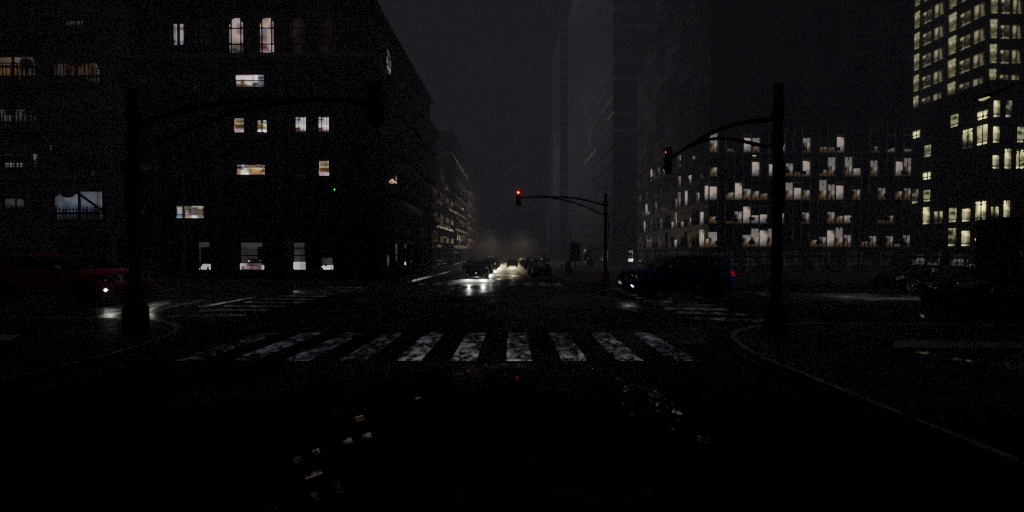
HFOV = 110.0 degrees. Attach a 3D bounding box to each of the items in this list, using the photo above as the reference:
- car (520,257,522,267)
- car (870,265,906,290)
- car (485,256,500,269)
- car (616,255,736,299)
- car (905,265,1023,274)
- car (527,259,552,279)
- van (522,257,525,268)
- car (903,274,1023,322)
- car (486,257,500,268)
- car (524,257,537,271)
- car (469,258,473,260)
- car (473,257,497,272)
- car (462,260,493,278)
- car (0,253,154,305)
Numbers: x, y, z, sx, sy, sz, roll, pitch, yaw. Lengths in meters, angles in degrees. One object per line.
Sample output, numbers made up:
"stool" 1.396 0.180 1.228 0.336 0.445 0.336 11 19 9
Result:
"car" 2.611 1.240 55.079 1.888 1.381 4.507 0 0 0
"car" 23.357 1.230 20.753 4.097 1.591 1.967 0 0 1
"car" -3.127 1.054 50.808 2.097 1.767 4.553 0 0 0
"car" 8.097 0.988 17.875 5.566 2.045 2.150 1 1 -4
"car" 23.533 1.327 18.019 4.902 1.511 2.128 0 1 1
"car" 2.630 1.272 32.495 1.888 1.381 4.507 0 0 0
"van" 2.616 1.045 49.433 1.690 1.789 3.998 0 0 0
"car" 16.706 1.445 12.200 4.403 1.370 2.007 0 0 1
"car" -3.111 1.037 60.716 2.097 1.767 4.553 0 0 0
"car" 2.626 1.159 38.141 1.967 1.591 4.097 0 0 0
"car" -5.732 1.270 49.393 1.948 1.339 4.313 0 0 0
"car" -3.132 1.220 41.572 1.837 1.490 4.892 0 0 0
"car" -3.117 1.290 32.834 1.994 1.385 4.181 0 0 0
"car" -18.852 0.911 15.359 5.566 2.045 2.150 0 1 1
